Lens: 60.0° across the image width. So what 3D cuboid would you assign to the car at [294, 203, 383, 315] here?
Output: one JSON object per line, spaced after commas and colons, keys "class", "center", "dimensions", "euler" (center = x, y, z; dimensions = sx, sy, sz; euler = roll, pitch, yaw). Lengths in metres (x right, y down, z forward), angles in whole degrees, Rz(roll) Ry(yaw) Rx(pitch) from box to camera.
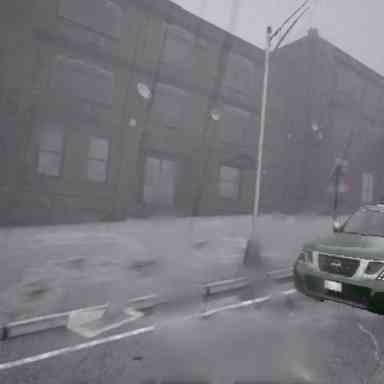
{"class": "car", "center": [4.670, 1.271, 7.321], "dimensions": [5.566, 2.045, 2.150], "euler": [0, 0, -35]}
